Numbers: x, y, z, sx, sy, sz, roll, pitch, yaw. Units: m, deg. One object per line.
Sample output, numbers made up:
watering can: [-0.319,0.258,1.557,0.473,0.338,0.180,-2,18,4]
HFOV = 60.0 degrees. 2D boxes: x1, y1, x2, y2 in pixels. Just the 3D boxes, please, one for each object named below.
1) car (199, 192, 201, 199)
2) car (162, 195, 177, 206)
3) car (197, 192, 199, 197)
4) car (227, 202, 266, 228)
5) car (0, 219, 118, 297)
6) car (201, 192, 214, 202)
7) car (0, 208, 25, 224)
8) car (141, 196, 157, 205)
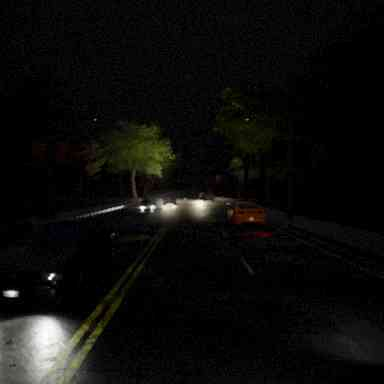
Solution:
car: [3.187,0.967,75.981,2.097,1.767,4.553,0,0,0]
car: [-3.307,1.240,49.851,1.837,1.490,4.892,0,1,0]
car: [3.111,0.902,86.992,2.097,1.767,4.553,0,0,0]
car: [3.362,1.355,21.234,1.882,1.535,5.008,0,0,0]
car: [-3.346,1.490,8.827,2.033,1.411,5.357,0,0,0]
car: [3.240,1.172,65.001,1.837,1.490,4.892,0,0,0]
car: [-6.595,1.288,9.852,2.097,1.767,4.553,0,0,0]
car: [-6.558,1.334,50.665,1.895,1.301,4.718,0,0,0]
